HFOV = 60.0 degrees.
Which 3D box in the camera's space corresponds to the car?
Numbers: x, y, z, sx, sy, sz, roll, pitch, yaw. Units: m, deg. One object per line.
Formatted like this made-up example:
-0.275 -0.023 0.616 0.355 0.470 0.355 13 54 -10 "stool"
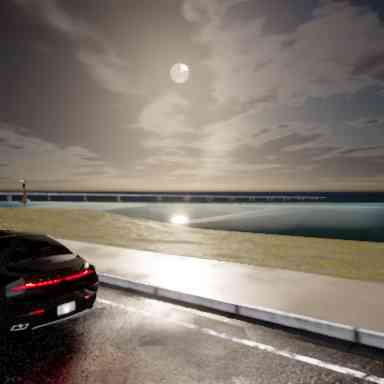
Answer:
-3.867 1.508 6.439 4.892 1.490 1.837 0 0 36 "car"
